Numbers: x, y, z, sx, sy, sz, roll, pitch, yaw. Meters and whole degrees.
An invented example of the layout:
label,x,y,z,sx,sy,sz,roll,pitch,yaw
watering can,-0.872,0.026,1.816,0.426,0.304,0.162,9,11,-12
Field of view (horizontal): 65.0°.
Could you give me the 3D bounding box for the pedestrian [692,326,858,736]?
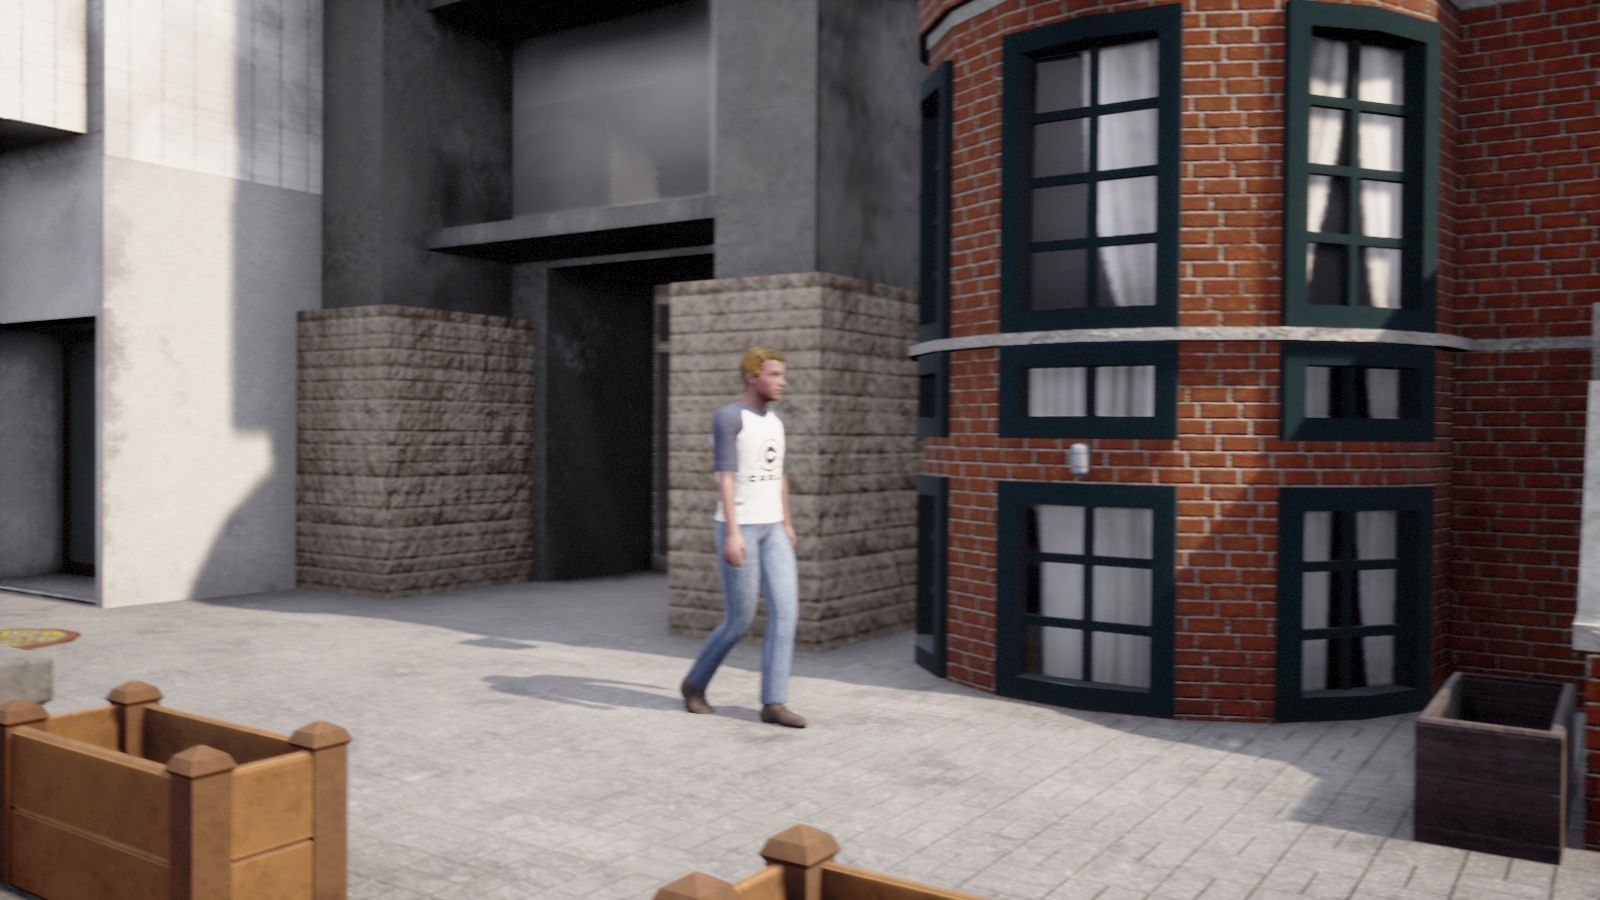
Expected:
label,x,y,z,sx,sy,sz,roll,pitch,yaw
pedestrian,-0.124,0.361,5.968,0.706,1.836,0.354,0,1,38
